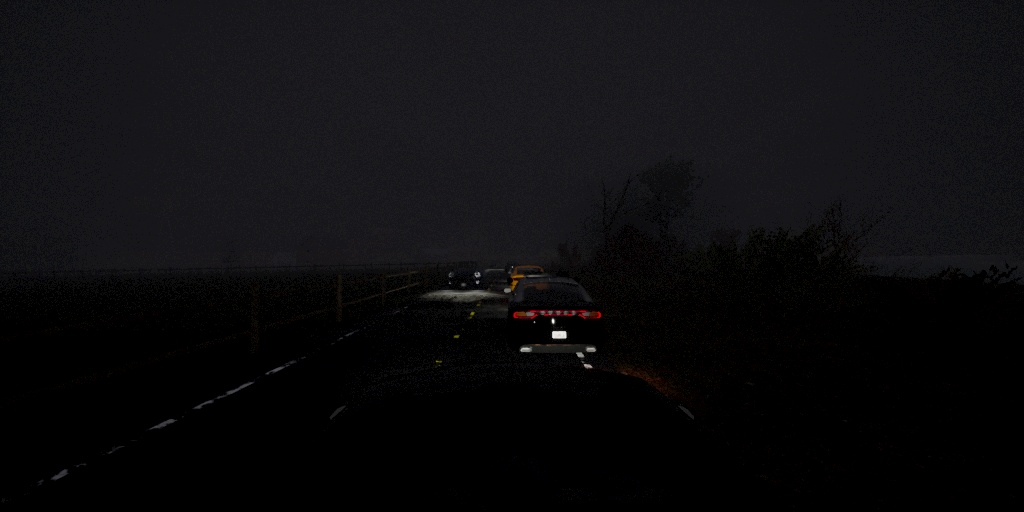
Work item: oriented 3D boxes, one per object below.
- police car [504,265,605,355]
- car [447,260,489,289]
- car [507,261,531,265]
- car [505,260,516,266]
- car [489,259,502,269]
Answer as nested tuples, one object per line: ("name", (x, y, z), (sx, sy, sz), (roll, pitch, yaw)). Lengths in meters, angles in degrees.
("police car", (0.828, 1.174, 8.853), (1.930, 1.638, 5.238), (0, 0, 0))
("car", (-2.843, 1.103, 23.246), (2.097, 1.767, 4.553), (0, 0, 0))
("car", (0.832, 1.228, 18.744), (1.882, 1.535, 5.008), (0, 0, 0))
("car", (0.064, 1.335, 46.642), (1.994, 1.385, 4.181), (0, 0, 0))
("car", (-2.728, 1.294, 57.743), (1.837, 1.490, 4.892), (0, 0, 0))
